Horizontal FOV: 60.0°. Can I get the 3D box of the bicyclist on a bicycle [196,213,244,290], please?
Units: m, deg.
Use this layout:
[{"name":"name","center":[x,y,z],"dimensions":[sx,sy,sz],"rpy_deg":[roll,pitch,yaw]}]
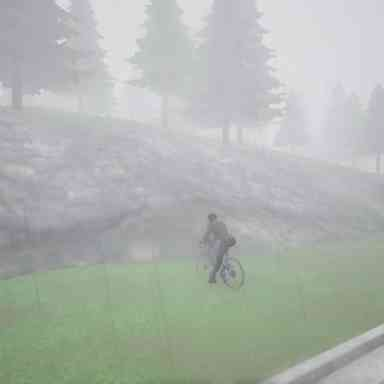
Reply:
[{"name":"bicyclist on a bicycle","center":[0.579,1.308,7.490],"dimensions":[0.582,1.620,1.656],"rpy_deg":[0,-2,-36]}]
